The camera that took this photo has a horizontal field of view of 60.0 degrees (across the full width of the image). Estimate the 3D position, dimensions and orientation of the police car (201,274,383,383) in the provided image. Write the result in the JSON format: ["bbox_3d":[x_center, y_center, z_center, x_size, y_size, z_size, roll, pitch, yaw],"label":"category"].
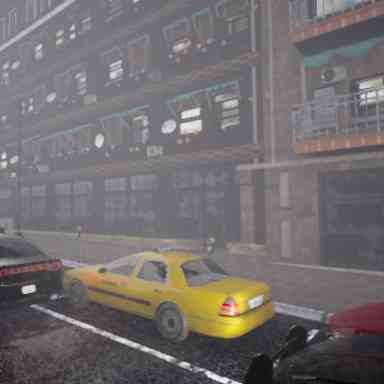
[{"bbox_3d":[2.743,1.518,1.661,5.238,1.638,1.930,-1,-3,38],"label":"police car"}]

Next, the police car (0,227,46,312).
[{"bbox_3d":[-5.114,1.663,7.850,5.238,1.638,1.930,-1,-3,38],"label":"police car"}]

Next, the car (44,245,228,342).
[{"bbox_3d":[-0.810,1.764,6.753,4.829,1.417,1.752,-1,-4,38],"label":"car"}]

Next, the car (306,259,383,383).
[{"bbox_3d":[3.707,1.704,3.275,4.507,1.381,1.887,-1,-4,38],"label":"car"}]
